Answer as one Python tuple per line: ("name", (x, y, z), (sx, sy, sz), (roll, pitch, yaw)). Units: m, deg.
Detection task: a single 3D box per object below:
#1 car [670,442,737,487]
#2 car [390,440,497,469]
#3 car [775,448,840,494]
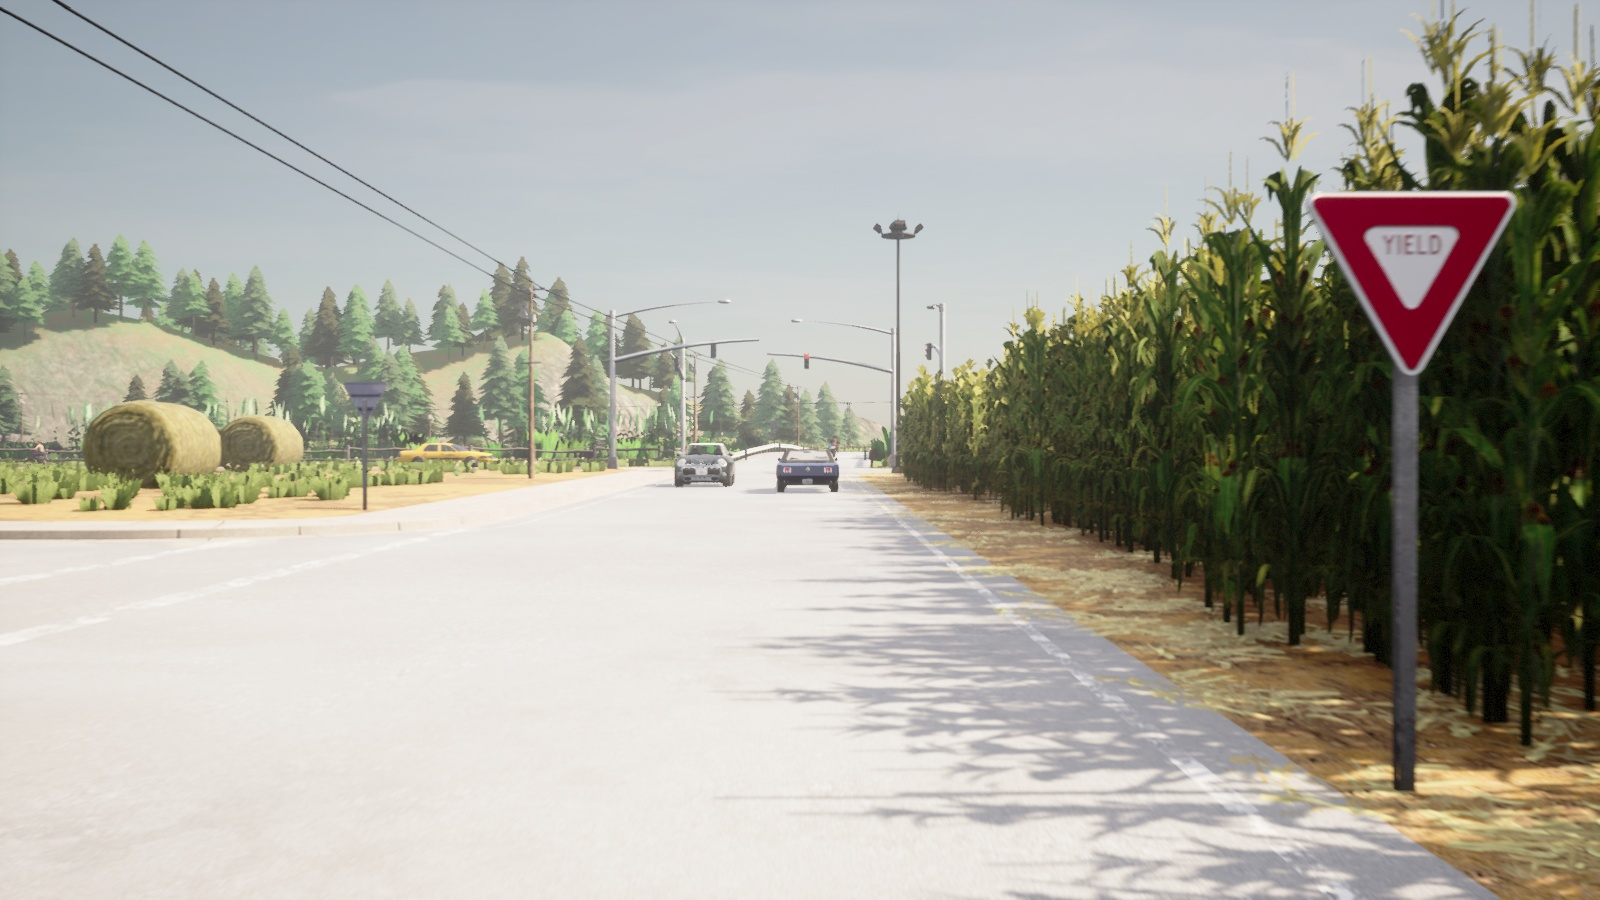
("car", (-3.241, 0.453, 42.973), (1.970, 1.475, 3.806), (0, 0, 0))
("car", (-19.589, 0.224, 69.069), (5.366, 1.575, 1.801), (0, 0, 3))
("car", (0.237, 0.614, 39.099), (1.895, 1.301, 4.718), (0, 0, 0))
